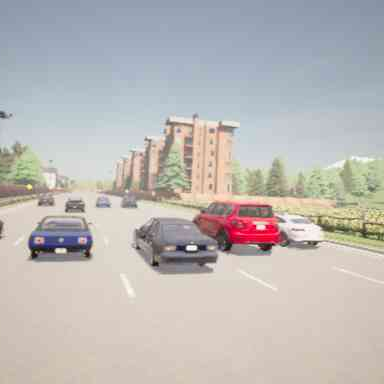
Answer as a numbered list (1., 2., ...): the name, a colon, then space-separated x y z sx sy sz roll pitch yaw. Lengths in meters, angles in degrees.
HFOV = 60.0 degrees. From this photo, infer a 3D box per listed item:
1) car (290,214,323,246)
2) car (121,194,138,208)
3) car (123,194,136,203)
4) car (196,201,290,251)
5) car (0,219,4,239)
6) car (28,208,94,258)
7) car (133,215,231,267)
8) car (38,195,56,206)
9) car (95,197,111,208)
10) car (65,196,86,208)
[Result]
1. car: 4.745 1.863 17.190 1.812 1.442 4.674 3 0 -18
2. car: -8.786 1.495 46.435 2.033 1.411 5.357 3 0 -19
3. car: -13.274 1.279 70.585 2.097 1.767 4.553 3 0 -19
4. car: 1.758 1.411 15.126 2.150 2.045 5.566 3 0 -18
5. car: -8.382 1.242 12.343 1.812 1.442 4.674 3 -1 -18
6. car: -4.652 1.483 12.188 1.895 1.301 4.718 3 0 -18
7. car: -0.806 1.598 11.710 2.033 1.411 5.357 3 0 -18
8. car: -18.532 1.032 42.512 2.033 1.411 5.357 3 0 -19
9. car: -12.083 1.340 45.268 2.033 1.411 5.357 3 0 -19
10. car: -11.847 1.211 33.841 2.128 1.511 4.902 3 0 -18
